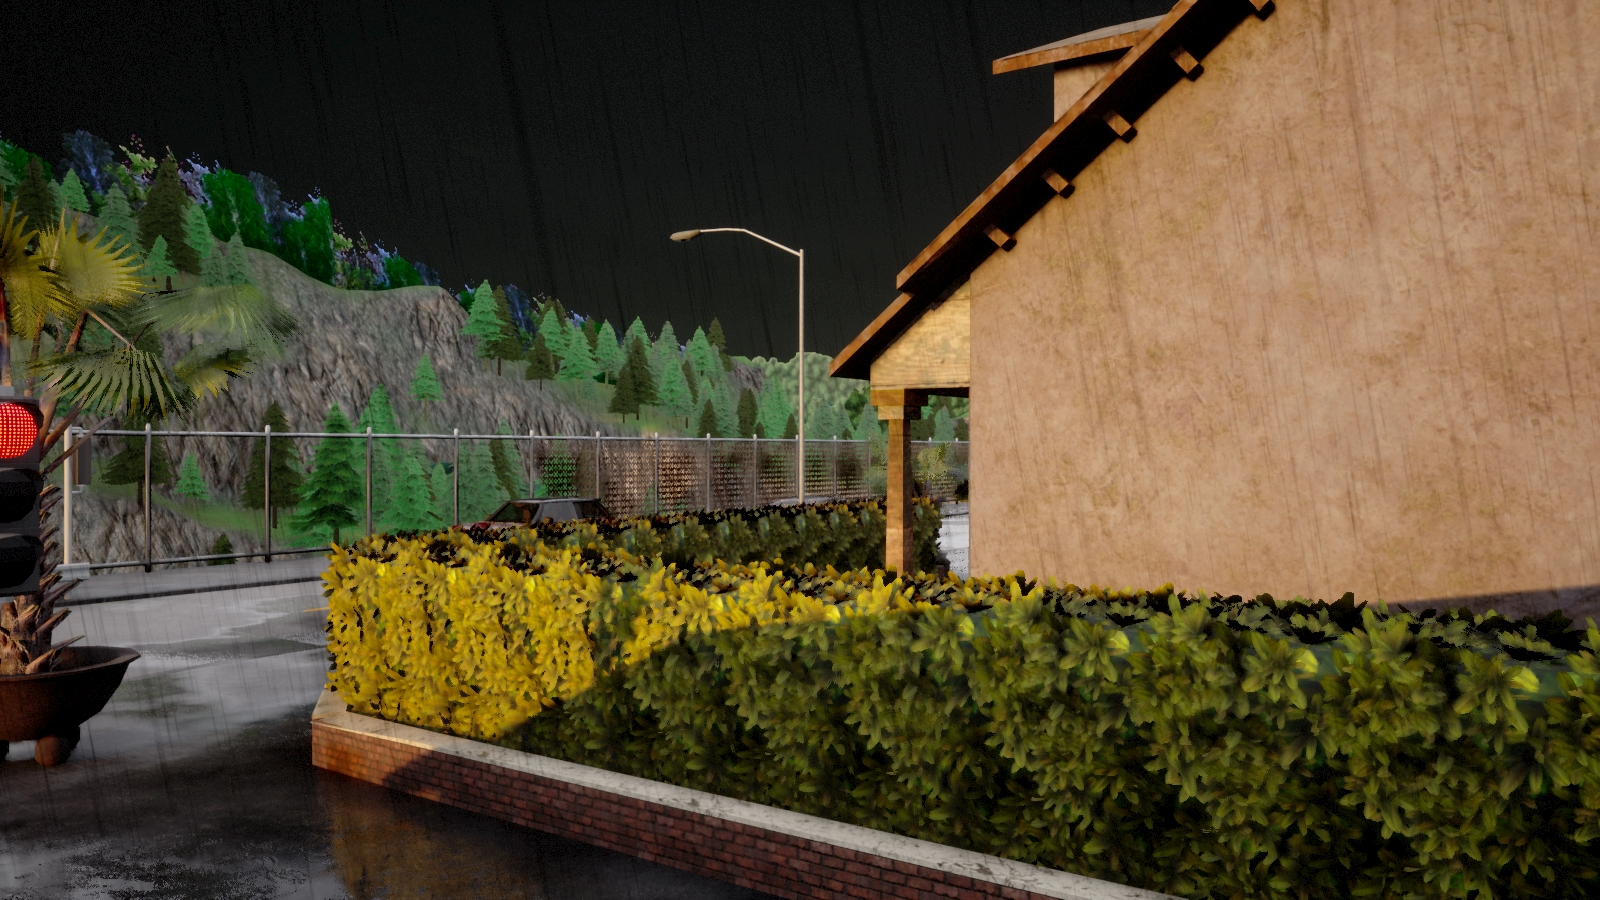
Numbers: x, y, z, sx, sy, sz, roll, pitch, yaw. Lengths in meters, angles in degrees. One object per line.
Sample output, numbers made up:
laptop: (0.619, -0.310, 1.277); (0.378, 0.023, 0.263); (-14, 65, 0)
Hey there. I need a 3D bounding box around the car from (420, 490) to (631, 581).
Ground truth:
car: (-6.312, 1.906, 26.765); (2.097, 1.767, 4.553); (0, 0, 35)
